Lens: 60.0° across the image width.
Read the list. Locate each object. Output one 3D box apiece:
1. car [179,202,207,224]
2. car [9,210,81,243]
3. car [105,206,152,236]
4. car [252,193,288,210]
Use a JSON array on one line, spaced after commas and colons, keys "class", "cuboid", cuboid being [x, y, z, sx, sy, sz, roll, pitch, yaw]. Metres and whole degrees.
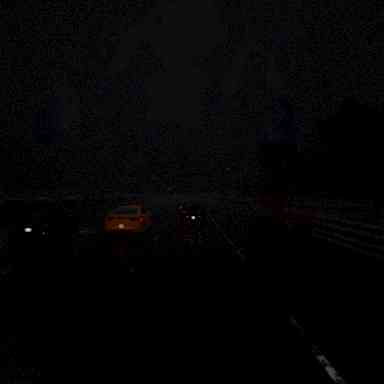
[{"class": "car", "cuboid": [0.098, 1.521, 25.259, 1.837, 1.490, 4.892, 0, 0, 0]}, {"class": "car", "cuboid": [-6.901, 1.572, 16.036, 1.994, 1.385, 4.181, 0, 0, 0]}, {"class": "car", "cuboid": [-3.402, 1.487, 18.469, 1.882, 1.535, 5.008, 0, 0, 0]}, {"class": "car", "cuboid": [9.212, 1.169, 39.739, 2.150, 2.045, 5.566, -1, -1, -18]}]
